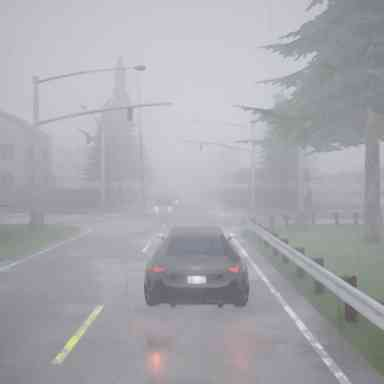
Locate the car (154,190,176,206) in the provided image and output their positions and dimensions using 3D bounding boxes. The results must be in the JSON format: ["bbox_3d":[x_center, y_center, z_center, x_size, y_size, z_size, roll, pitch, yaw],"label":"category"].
[{"bbox_3d":[-3.395,0.912,41.590,1.882,1.535,5.008,0,2,0],"label":"car"}]

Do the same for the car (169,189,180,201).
[{"bbox_3d":[-3.275,0.429,58.410,2.150,2.045,5.566,0,1,1],"label":"car"}]

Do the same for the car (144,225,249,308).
[{"bbox_3d":[0.101,1.457,7.750,1.994,1.385,4.181,0,1,1],"label":"car"}]
